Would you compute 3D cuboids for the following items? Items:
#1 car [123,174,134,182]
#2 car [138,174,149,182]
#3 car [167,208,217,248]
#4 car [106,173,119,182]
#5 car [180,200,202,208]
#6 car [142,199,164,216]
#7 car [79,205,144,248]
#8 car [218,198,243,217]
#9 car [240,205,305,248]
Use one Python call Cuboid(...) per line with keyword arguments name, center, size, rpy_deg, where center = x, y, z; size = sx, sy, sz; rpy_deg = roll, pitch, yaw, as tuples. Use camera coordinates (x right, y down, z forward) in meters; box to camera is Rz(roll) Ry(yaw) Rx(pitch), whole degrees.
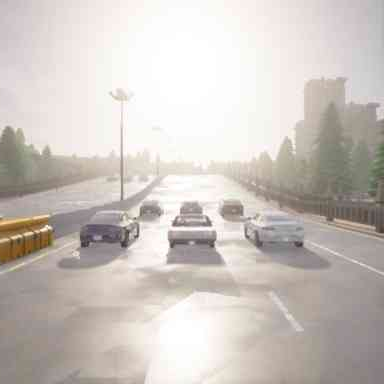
Cuboid(name="car", center=(-14.325, -3.211, 74.677), size=(1.882, 1.535, 5.008), rpy_deg=(0, 7, 0))
Cuboid(name="car", center=(-10.825, -3.164, 74.702), size=(2.128, 1.511, 4.902), rpy_deg=(0, 7, 0))
Cuboid(name="car", center=(0.000, 1.613, 14.685), size=(1.895, 1.301, 4.718), rpy_deg=(0, 0, 0))
Cuboid(name="car", center=(-17.825, -3.337, 74.674), size=(2.097, 1.767, 4.553), rpy_deg=(0, 7, 0))
Cuboid(name="car", center=(-0.076, 1.368, 29.674), size=(1.994, 1.385, 4.181), rpy_deg=(0, 2, 0))
Cuboid(name="car", center=(-3.576, 1.328, 29.653), size=(1.812, 1.442, 4.674), rpy_deg=(0, 2, 0))
Cuboid(name="car", center=(-3.500, 1.530, 14.653), size=(1.812, 1.442, 4.674), rpy_deg=(0, 0, 0))
Cuboid(name="car", center=(3.424, 1.279, 29.690), size=(1.882, 1.535, 5.008), rpy_deg=(0, 2, 0))
Cuboid(name="car", center=(3.500, 1.530, 14.656), size=(1.812, 1.442, 4.674), rpy_deg=(0, 0, 0))
